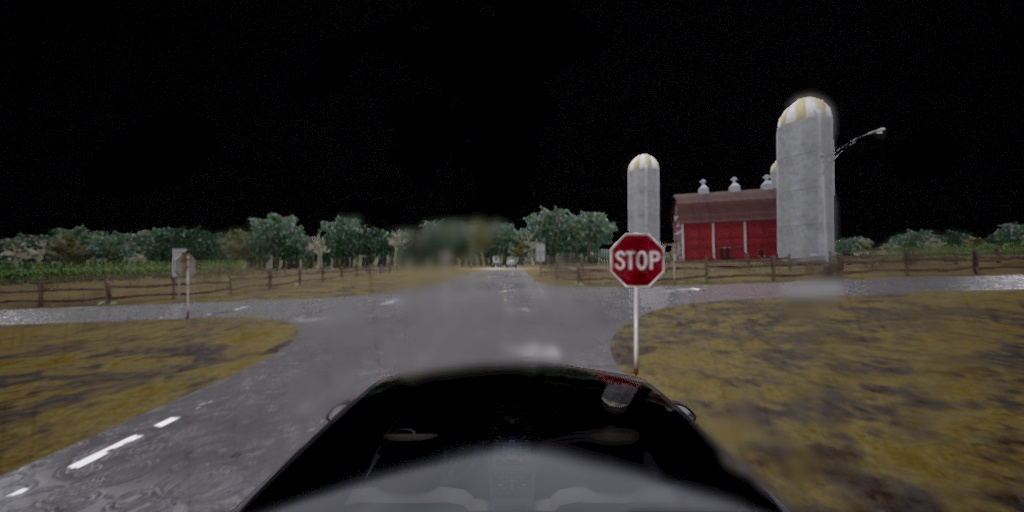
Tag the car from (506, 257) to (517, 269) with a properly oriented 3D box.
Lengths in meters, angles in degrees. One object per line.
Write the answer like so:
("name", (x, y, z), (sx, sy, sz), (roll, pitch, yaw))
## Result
("car", (-0.078, 1.359, 61.629), (2.128, 1.511, 4.902), (0, -1, 0))
